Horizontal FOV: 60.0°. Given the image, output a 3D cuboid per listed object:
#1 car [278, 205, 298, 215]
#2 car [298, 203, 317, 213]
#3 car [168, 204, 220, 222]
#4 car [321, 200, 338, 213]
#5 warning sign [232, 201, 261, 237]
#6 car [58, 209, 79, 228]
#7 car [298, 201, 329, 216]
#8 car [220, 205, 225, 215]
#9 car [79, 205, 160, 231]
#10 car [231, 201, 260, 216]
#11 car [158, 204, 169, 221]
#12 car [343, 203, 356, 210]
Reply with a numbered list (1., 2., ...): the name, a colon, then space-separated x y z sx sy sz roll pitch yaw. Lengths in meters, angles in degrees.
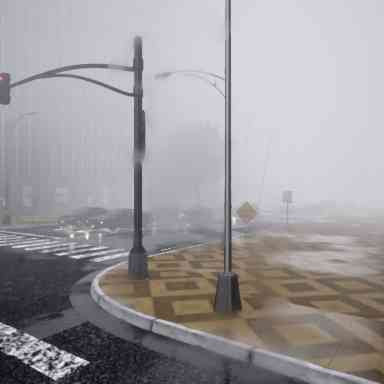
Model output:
1. car: 13.573 2.450 46.230 1.895 1.301 4.718 0 -1 33
2. car: 19.008 2.592 54.795 1.994 1.385 4.181 0 -1 33
3. car: 0.306 1.992 31.840 2.128 1.511 4.902 0 -1 33
4. car: 21.762 2.254 53.069 2.150 2.045 5.566 0 -1 33
5. warning sign: 3.050 1.454 18.585 1.300 1.860 1.060 1 1 33
6. car: -7.828 1.844 25.166 1.812 1.442 4.674 0 -1 31
7. car: 16.242 2.342 44.378 2.128 1.511 4.902 0 -1 33
8. car: 3.644 2.300 43.047 1.895 1.301 4.718 0 -1 33
9. car: -4.956 1.874 23.638 2.033 1.411 5.357 0 -1 33
10. car: 6.815 2.068 41.962 2.097 1.767 4.553 0 -1 33
11. car: -2.864 1.988 32.916 1.837 1.490 4.892 0 -1 33
12. car: 31.294 2.837 65.824 1.812 1.442 4.674 0 -1 33
